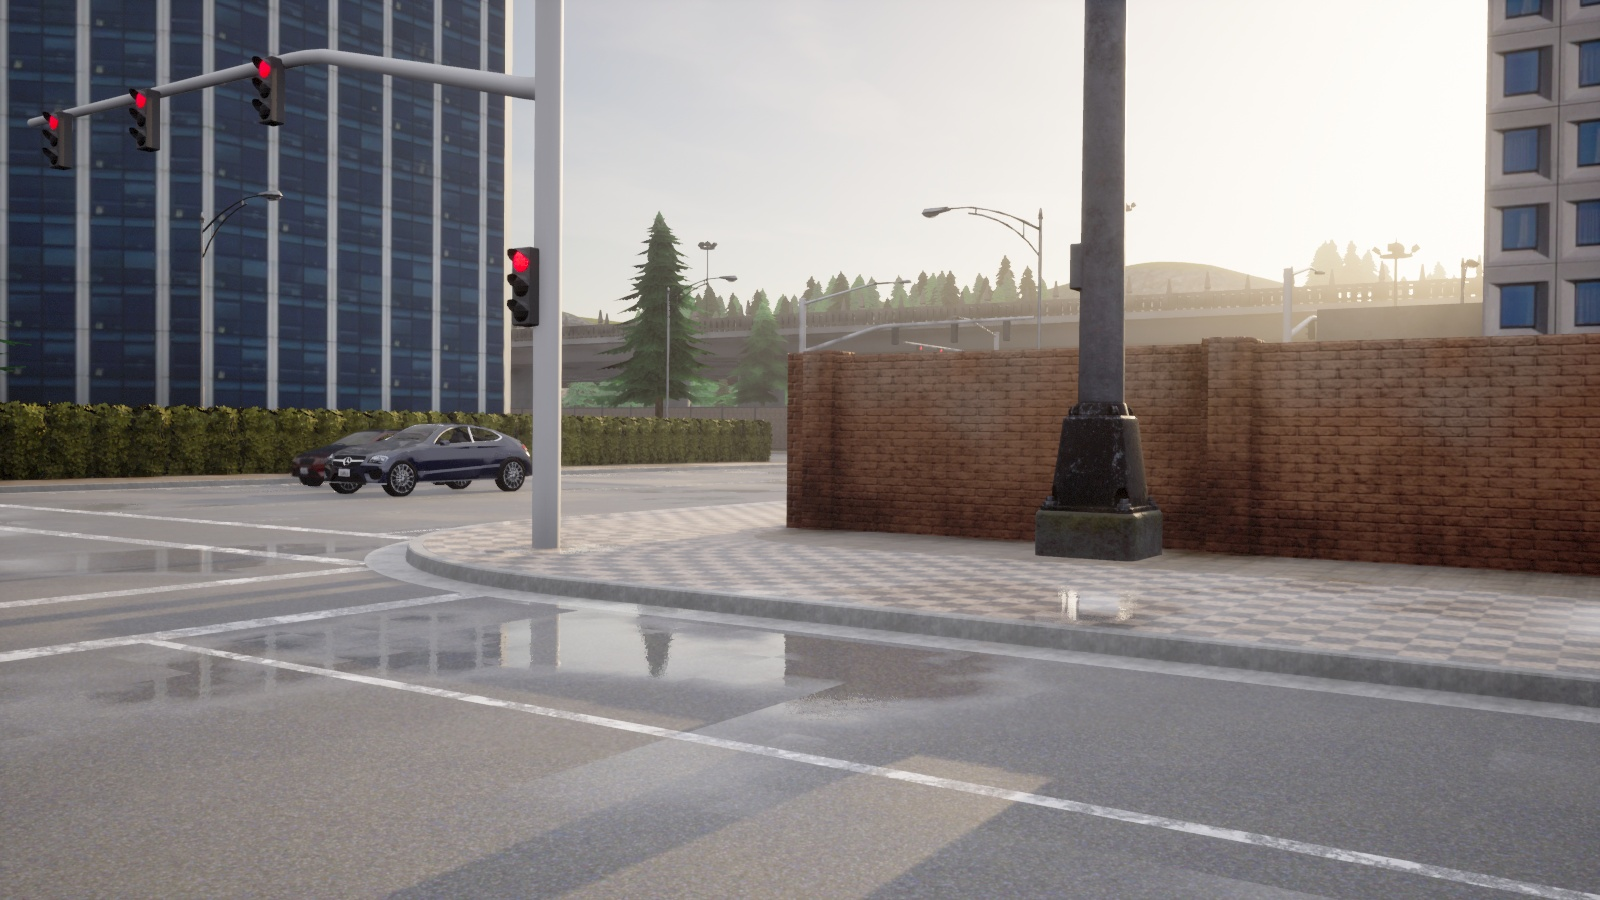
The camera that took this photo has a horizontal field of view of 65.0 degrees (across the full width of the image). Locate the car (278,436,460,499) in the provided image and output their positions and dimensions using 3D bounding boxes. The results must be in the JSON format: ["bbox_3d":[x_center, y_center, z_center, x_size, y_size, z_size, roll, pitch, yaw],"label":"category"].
[{"bbox_3d":[-10.995,0.404,32.293,1.816,1.474,4.193,0,1,33],"label":"car"}]

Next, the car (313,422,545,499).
[{"bbox_3d":[-8.596,0.184,29.564,2.152,1.651,5.027,0,1,33],"label":"car"}]
